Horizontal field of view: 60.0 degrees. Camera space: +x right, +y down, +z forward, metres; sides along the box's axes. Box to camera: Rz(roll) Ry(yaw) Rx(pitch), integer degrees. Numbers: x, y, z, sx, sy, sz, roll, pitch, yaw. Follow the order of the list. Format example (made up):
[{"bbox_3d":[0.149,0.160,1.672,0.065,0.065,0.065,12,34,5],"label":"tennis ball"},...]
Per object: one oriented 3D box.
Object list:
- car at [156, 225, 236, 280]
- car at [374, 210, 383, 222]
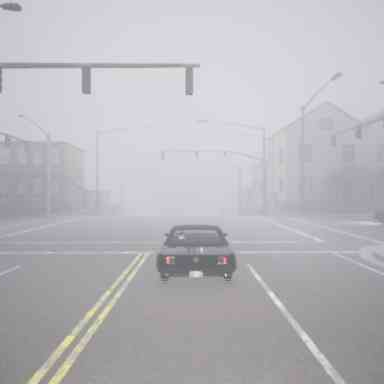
[{"bbox_3d":[0.118,1.622,9.940,1.895,1.301,4.718,0,0,0],"label":"car"},{"bbox_3d":[15.959,1.616,24.809,4.181,1.385,1.994,0,0,-1],"label":"car"}]
